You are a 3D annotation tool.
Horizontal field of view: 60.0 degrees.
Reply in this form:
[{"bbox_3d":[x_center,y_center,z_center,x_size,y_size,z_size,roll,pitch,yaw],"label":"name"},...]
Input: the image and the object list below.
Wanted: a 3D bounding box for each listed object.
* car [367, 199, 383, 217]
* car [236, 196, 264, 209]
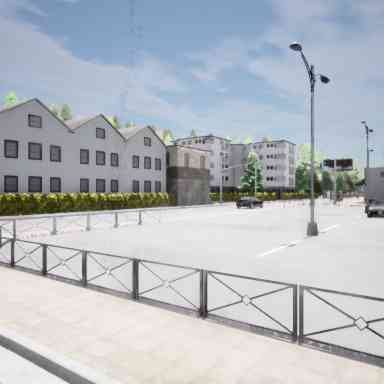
[{"bbox_3d":[15.416,1.298,26.814,2.007,1.523,4.514,0,0,35],"label":"car"},{"bbox_3d":[7.360,1.286,41.957,1.882,1.535,5.008,0,0,35],"label":"car"}]
